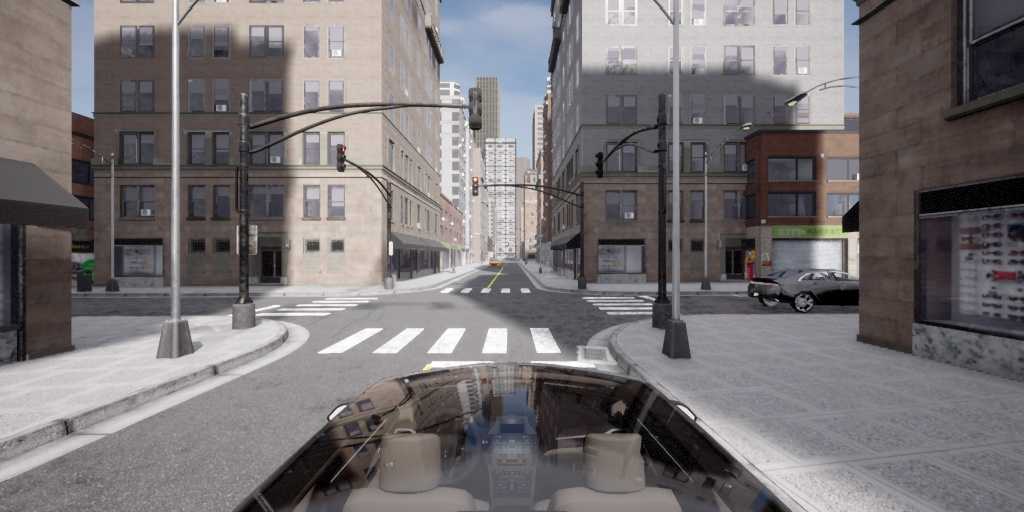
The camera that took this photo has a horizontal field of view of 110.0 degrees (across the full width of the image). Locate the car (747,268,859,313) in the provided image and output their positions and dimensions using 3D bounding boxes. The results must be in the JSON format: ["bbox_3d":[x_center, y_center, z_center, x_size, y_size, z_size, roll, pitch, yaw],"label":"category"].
[{"bbox_3d":[11.427,1.209,13.225,4.902,1.511,2.128,0,0,0],"label":"car"}]

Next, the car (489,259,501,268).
[{"bbox_3d":[-2.998,1.207,62.908,1.882,1.535,5.008,0,0,0],"label":"car"}]
